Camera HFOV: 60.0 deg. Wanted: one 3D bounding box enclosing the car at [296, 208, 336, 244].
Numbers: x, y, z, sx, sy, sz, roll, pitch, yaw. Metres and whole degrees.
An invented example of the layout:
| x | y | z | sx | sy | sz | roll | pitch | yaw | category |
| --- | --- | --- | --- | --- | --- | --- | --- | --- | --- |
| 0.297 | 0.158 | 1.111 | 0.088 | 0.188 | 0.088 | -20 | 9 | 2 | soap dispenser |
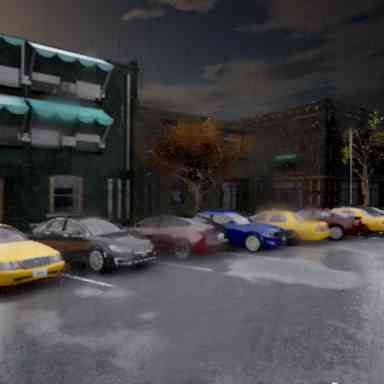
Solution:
| x | y | z | sx | sy | sz | roll | pitch | yaw | category |
| --- | --- | --- | --- | --- | --- | --- | --- | --- | --- |
| 3.736 | 1.565 | 15.993 | 5.366 | 1.575 | 1.946 | -1 | -1 | 35 | car |

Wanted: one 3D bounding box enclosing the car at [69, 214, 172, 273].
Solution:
| x | y | z | sx | sy | sz | roll | pitch | yaw | category |
| --- | --- | --- | --- | --- | --- | --- | --- | --- | --- |
| -3.337 | 1.509 | 10.735 | 4.892 | 1.521 | 2.231 | -1 | -1 | 35 | car |

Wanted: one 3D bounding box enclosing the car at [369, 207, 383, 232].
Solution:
| x | y | z | sx | sy | sz | roll | pitch | yaw | category |
| --- | --- | --- | --- | --- | --- | --- | --- | --- | --- |
| 8.551 | 1.604 | 19.431 | 5.366 | 1.575 | 1.946 | -1 | -1 | 35 | car |

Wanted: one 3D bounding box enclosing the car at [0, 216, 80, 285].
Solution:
| x | y | z | sx | sy | sz | roll | pitch | yaw | category |
| --- | --- | --- | --- | --- | --- | --- | --- | --- | --- |
| -5.583 | 1.484 | 8.919 | 5.366 | 1.575 | 1.946 | -1 | -1 | 34 | car |

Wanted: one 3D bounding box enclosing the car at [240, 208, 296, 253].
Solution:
| x | y | z | sx | sy | sz | roll | pitch | yaw | category |
| --- | --- | --- | --- | --- | --- | --- | --- | --- | --- |
| 1.480 | 1.547 | 14.168 | 5.008 | 1.535 | 2.097 | -1 | -1 | 35 | car |

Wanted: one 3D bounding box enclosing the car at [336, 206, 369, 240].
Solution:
| x | y | z | sx | sy | sz | roll | pitch | yaw | category |
| --- | --- | --- | --- | --- | --- | --- | --- | --- | --- |
| 6.303 | 1.586 | 17.617 | 5.008 | 1.535 | 2.097 | -1 | -1 | 34 | car |

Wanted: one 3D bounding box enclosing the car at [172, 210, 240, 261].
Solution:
| x | y | z | sx | sy | sz | roll | pitch | yaw | category |
| --- | --- | --- | --- | --- | --- | --- | --- | --- | --- |
| -0.950 | 1.557 | 12.467 | 4.792 | 1.488 | 2.163 | -1 | -1 | 35 | car |
